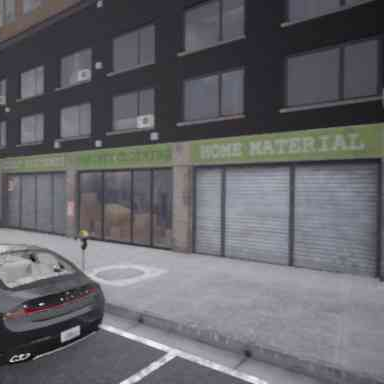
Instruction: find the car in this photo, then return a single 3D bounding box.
[{"bbox_3d":[-3.302,1.537,5.436,4.403,1.369,2.008,0,1,35],"label":"car"}]
